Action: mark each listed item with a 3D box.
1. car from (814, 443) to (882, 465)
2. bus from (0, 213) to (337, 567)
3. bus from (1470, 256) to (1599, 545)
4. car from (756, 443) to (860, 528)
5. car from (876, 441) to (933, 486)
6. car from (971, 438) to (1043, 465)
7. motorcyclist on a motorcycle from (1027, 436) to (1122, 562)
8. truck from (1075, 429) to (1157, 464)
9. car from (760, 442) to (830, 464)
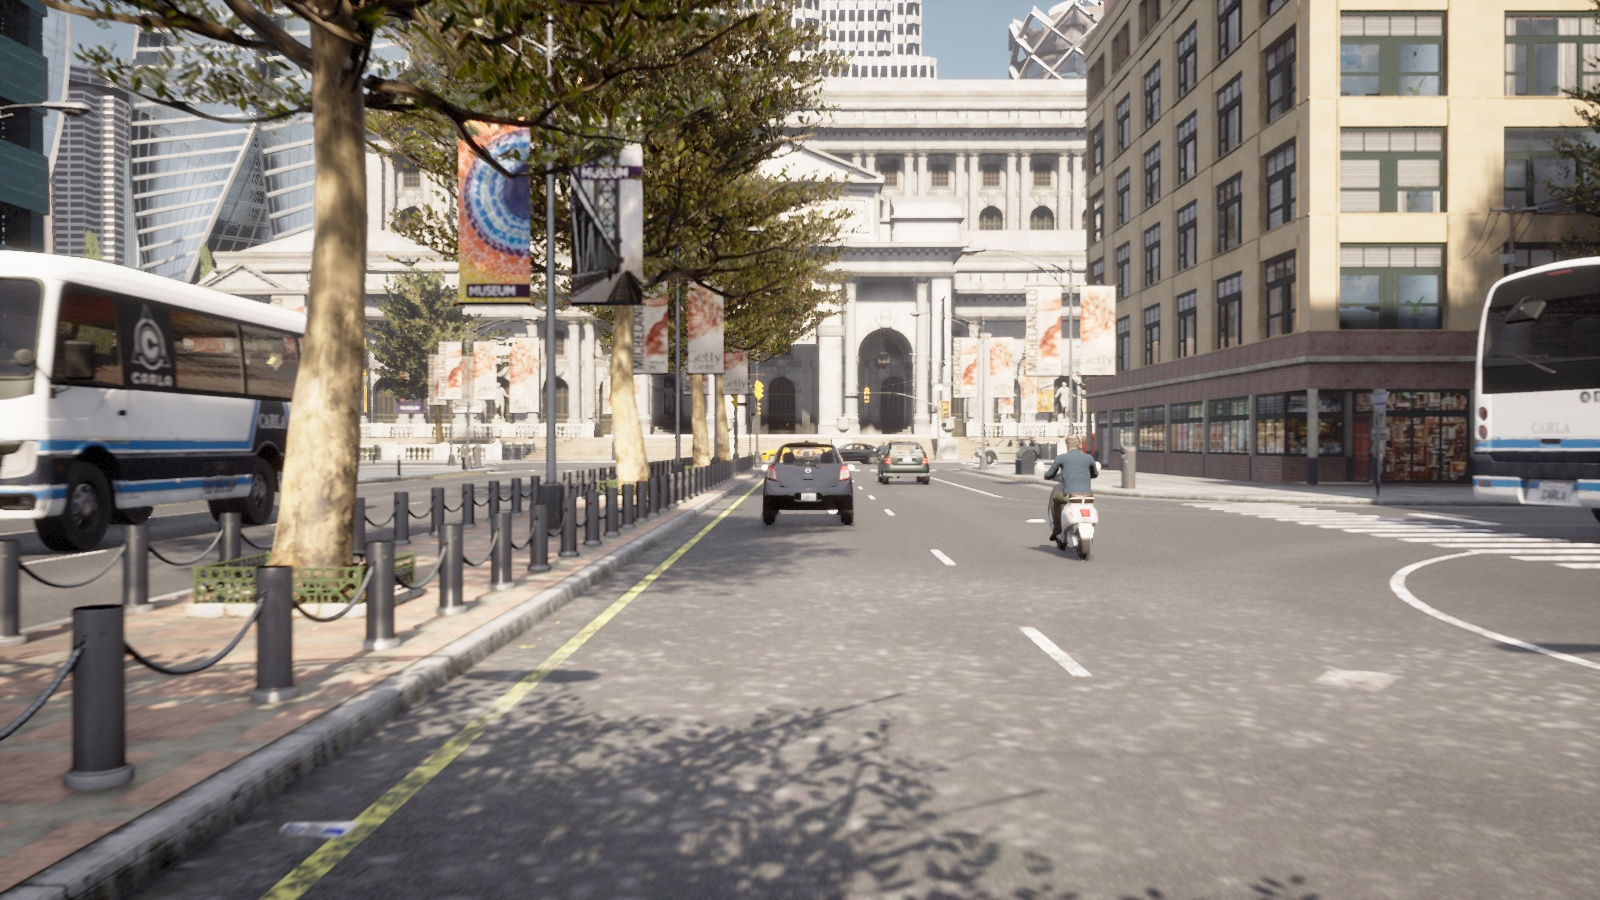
[{"bbox_3d":[3.235,0.284,84.980,4.193,1.474,1.816,0,0,-18],"label":"car"},{"bbox_3d":[-11.368,-0.753,20.256,3.944,4.253,10.273,0,0,0],"label":"bus"},{"bbox_3d":[16.619,-0.730,20.182,10.273,4.253,3.944,0,0,-13],"label":"bus"},{"bbox_3d":[0.152,0.624,24.131,1.845,1.501,3.633,0,0,0],"label":"car"},{"bbox_3d":[3.774,0.467,45.864,1.789,1.549,3.705,0,0,0],"label":"car"},{"bbox_3d":[14.235,0.087,86.547,4.605,1.855,1.932,0,0,1],"label":"car"},{"bbox_3d":[3.610,0.609,16.652,0.866,1.590,1.817,0,0,0],"label":"motorcyclist on a motorcycle"},{"bbox_3d":[22.582,-0.229,89.965,5.204,2.467,2.627,0,0,1],"label":"truck"},{"bbox_3d":[-0.355,0.216,90.190,5.008,1.535,1.882,0,0,1],"label":"car"}]
